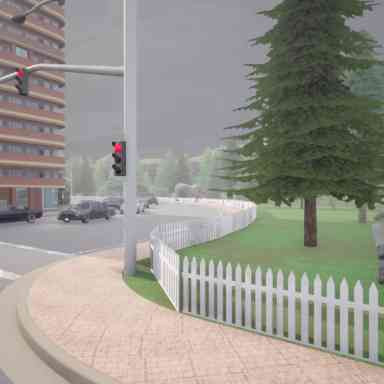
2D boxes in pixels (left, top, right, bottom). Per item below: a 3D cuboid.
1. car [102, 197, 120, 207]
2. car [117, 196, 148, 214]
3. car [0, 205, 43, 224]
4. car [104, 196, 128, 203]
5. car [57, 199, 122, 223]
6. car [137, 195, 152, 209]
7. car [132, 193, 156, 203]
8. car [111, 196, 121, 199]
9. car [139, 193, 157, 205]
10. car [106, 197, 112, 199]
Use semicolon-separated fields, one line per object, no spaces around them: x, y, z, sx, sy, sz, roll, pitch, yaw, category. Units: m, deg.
-12.621;1.508;51.542;1.994;1.385;4.181;0;0;-24;car
-6.140;1.470;34.704;1.812;1.442;4.674;0;0;3;car
-12.653;1.545;22.578;1.895;1.301;4.718;0;0;23;car
-15.617;1.492;67.872;5.357;1.411;2.033;0;0;42;car
-7.768;1.492;25.260;2.033;1.411;5.357;0;0;17;car
-6.897;1.470;44.895;1.812;1.442;4.674;0;0;-13;car
-9.557;1.166;66.407;2.150;2.045;5.566;0;0;-40;car
-9.767;1.492;41.886;2.033;1.411;5.357;0;0;-7;car
-7.456;1.449;57.012;1.837;1.490;4.892;0;0;-28;car
-9.853;1.492;31.812;2.033;1.411;5.357;0;0;8;car
